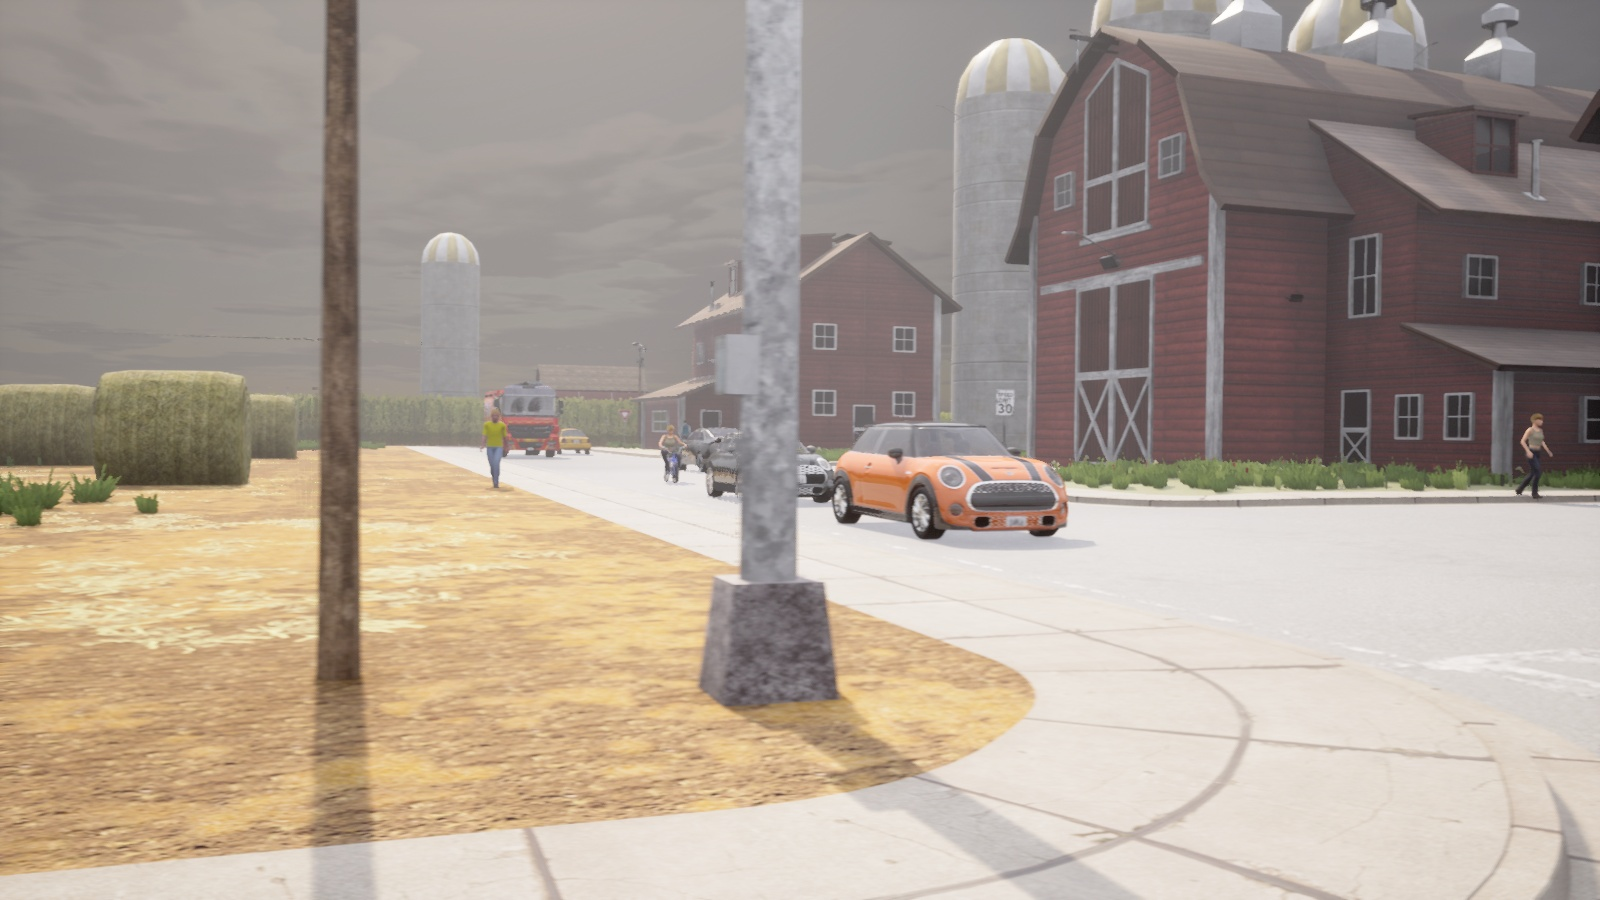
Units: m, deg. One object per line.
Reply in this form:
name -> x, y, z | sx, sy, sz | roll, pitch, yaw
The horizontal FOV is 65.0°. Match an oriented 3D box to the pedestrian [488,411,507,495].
pedestrian -> -6.716, 0.055, 27.883 | 0.354, 1.836, 0.706 | -1, 1, -12

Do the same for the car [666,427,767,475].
car -> -2.961, 0.009, 43.436 | 2.128, 1.511, 4.902 | -2, 1, -20

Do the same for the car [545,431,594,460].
car -> -13.146, -0.286, 71.379 | 1.801, 1.575, 5.366 | -1, 1, -20

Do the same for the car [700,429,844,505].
car -> -0.677, 0.313, 26.974 | 1.970, 1.475, 3.806 | -1, 1, -20

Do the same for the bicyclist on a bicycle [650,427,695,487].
bicyclist on a bicycle -> -3.545, 0.189, 34.809 | 0.866, 1.612, 1.509 | -1, 1, -20

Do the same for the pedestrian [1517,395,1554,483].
pedestrian -> 15.695, -0.238, 26.809 | 0.345, 1.836, 0.594 | -1, 1, -26

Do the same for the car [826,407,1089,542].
car -> 2.205, 0.297, 19.065 | 2.097, 1.767, 4.553 | -1, 1, -20

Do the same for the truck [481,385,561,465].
truck -> -14.486, -1.270, 64.788 | 2.891, 3.827, 8.468 | -1, 1, -20
